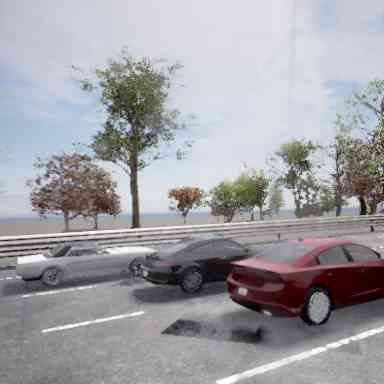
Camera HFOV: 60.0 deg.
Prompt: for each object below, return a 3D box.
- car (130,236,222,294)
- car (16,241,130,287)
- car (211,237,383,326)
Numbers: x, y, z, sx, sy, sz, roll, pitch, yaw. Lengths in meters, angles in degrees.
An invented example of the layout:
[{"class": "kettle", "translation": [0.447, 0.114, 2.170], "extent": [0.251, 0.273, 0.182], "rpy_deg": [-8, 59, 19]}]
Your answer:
[{"class": "car", "translation": [0.705, 2.084, 10.352], "extent": [4.674, 1.442, 1.812], "rpy_deg": [0, -4, -29]}, {"class": "car", "translation": [-3.654, 2.415, 11.949], "extent": [4.718, 1.301, 1.895], "rpy_deg": [0, -4, -29]}, {"class": "car", "translation": [3.157, 1.788, 7.713], "extent": [5.008, 1.535, 1.882], "rpy_deg": [0, -4, -29]}]
